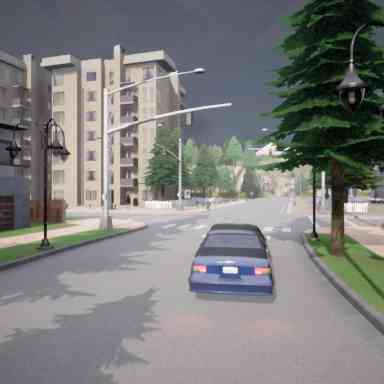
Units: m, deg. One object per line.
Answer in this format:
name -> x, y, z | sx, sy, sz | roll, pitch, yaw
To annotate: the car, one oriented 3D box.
car -> 1.138, 1.547, 8.865 | 2.033, 1.411, 5.357 | 0, 0, 9
